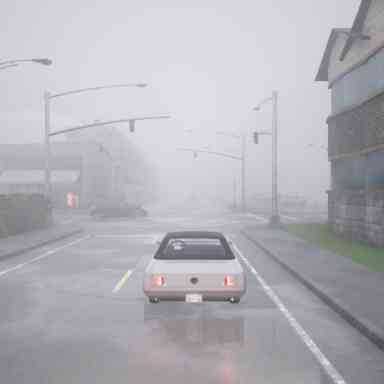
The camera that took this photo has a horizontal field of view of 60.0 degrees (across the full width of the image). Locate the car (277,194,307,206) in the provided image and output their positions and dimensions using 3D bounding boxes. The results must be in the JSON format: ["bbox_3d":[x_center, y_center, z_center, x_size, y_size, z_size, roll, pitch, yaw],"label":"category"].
[{"bbox_3d":[14.507,1.248,48.102,3.806,1.475,1.970,0,0,0],"label":"car"}]

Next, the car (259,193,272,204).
[{"bbox_3d":[14.186,1.169,54.519,5.027,1.636,2.152,0,0,0],"label":"car"}]

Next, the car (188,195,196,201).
[{"bbox_3d":[0.031,1.530,82.047,1.994,1.385,4.181,0,0,0],"label":"car"}]

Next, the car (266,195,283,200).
[{"bbox_3d":[21.339,1.400,85.821,3.806,1.475,1.970,0,0,0],"label":"car"}]

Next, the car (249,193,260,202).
[{"bbox_3d":[14.189,1.092,67.314,3.866,1.878,1.905,0,0,0],"label":"car"}]

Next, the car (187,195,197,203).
[{"bbox_3d":[0.027,1.350,71.954,2.097,1.767,4.553,0,0,0],"label":"car"}]

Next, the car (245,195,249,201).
[{"bbox_3d":[13.777,1.113,70.219,4.605,1.855,1.932,0,0,0],"label":"car"}]

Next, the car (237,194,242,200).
[{"bbox_3d":[13.920,1.389,88.803,3.633,1.501,1.845,0,0,0],"label":"car"}]

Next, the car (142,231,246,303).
[{"bbox_3d":[0.061,1.601,8.134,1.895,1.301,4.718,0,0,1],"label":"car"}]

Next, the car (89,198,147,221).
[{"bbox_3d":[-5.988,1.297,27.189,4.553,1.767,2.097,0,0,-21],"label":"car"}]
